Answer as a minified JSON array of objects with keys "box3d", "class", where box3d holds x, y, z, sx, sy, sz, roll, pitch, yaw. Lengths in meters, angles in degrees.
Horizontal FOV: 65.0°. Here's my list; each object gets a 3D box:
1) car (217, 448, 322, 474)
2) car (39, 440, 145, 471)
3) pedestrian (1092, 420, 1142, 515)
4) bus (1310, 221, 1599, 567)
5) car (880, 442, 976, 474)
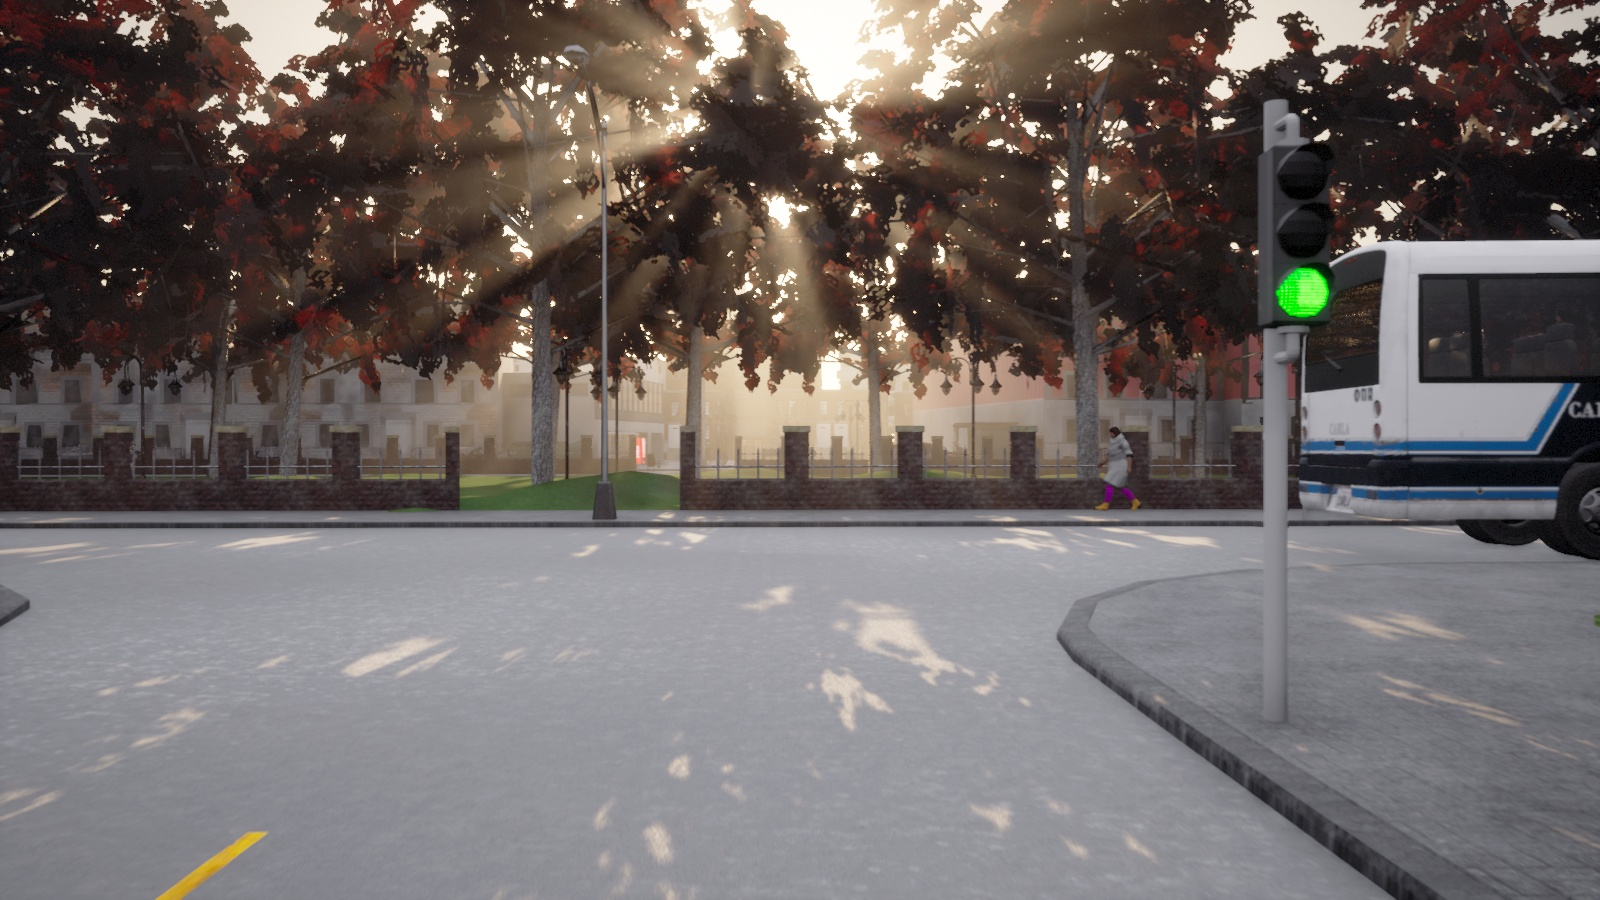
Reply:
[{"box3d":[-27.610,0.560,65.459,4.718,1.301,1.895,0,0,-1],"class":"car"},{"box3d":[-38.985,0.280,69.235,4.611,1.667,2.242,0,0,-1],"class":"car"},{"box3d":[6.598,0.355,26.158,0.873,1.952,0.659,0,0,-1],"class":"pedestrian"},{"box3d":[12.961,-0.690,17.279,10.273,4.253,3.944,0,0,3],"class":"bus"},{"box3d":[6.703,0.413,66.104,4.856,1.649,2.033,0,0,-1],"class":"car"}]
